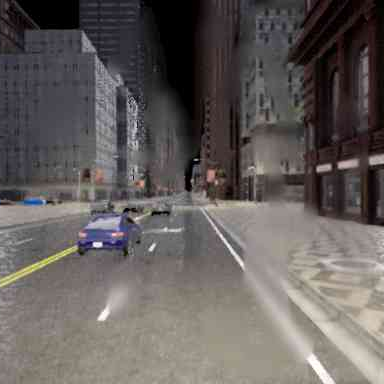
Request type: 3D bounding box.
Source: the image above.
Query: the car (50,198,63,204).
[{"bbox_3d":[-30.892,2.047,73.869,4.313,1.339,1.947,0,0,0],"label":"car"}]

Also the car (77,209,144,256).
[{"bbox_3d":[-3.202,1.630,13.538,1.812,1.442,4.674,0,0,0],"label":"car"}]

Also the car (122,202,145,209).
[{"bbox_3d":[-6.685,1.870,38.289,1.895,1.301,4.718,0,0,0],"label":"car"}]

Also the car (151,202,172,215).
[{"bbox_3d":[-3.317,1.799,36.704,1.994,1.385,4.181,0,0,0],"label":"car"}]

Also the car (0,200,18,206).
[{"bbox_3d":[-36.504,2.133,65.321,4.206,1.307,1.802,0,0,0],"label":"car"}]

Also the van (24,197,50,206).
[{"bbox_3d":[-30.856,1.881,65.343,3.998,1.788,1.690,0,0,0],"label":"van"}]

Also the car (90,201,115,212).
[{"bbox_3d":[-9.939,1.795,37.274,1.837,1.490,4.892,0,-1,0],"label":"car"}]
